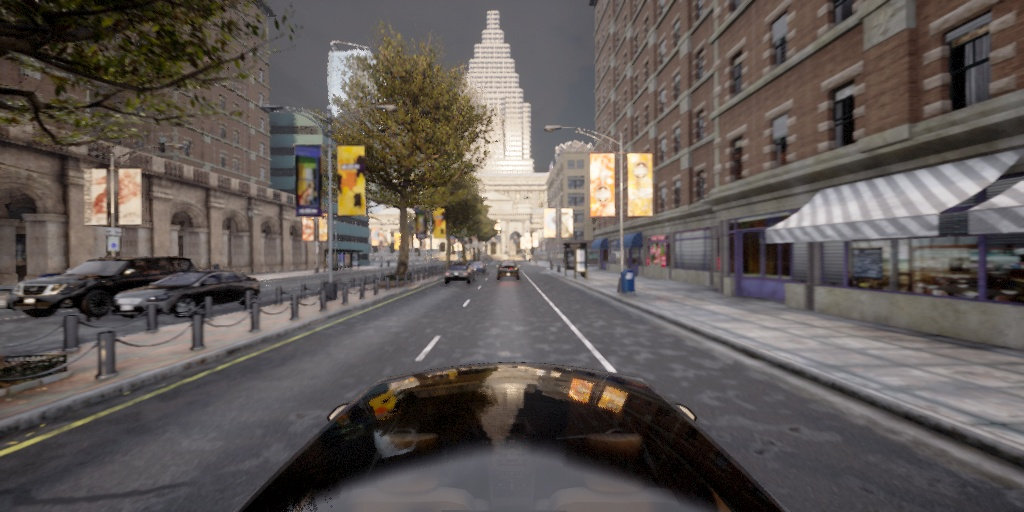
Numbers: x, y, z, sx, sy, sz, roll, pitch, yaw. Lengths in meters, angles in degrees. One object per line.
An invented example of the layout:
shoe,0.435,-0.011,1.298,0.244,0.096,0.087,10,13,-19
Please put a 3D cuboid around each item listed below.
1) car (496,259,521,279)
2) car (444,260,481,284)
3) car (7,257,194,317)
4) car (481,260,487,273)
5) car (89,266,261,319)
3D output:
car,-0.307,1.171,30.610,1.837,1.490,4.892,0,0,0
car,-3.781,1.251,26.716,2.033,1.411,5.357,0,0,0
car,-15.238,1.050,14.050,2.150,2.045,5.566,0,0,-1
car,-3.949,1.208,41.708,2.033,1.411,5.357,0,0,0
car,-11.653,1.296,13.296,2.128,1.511,4.902,0,0,0
